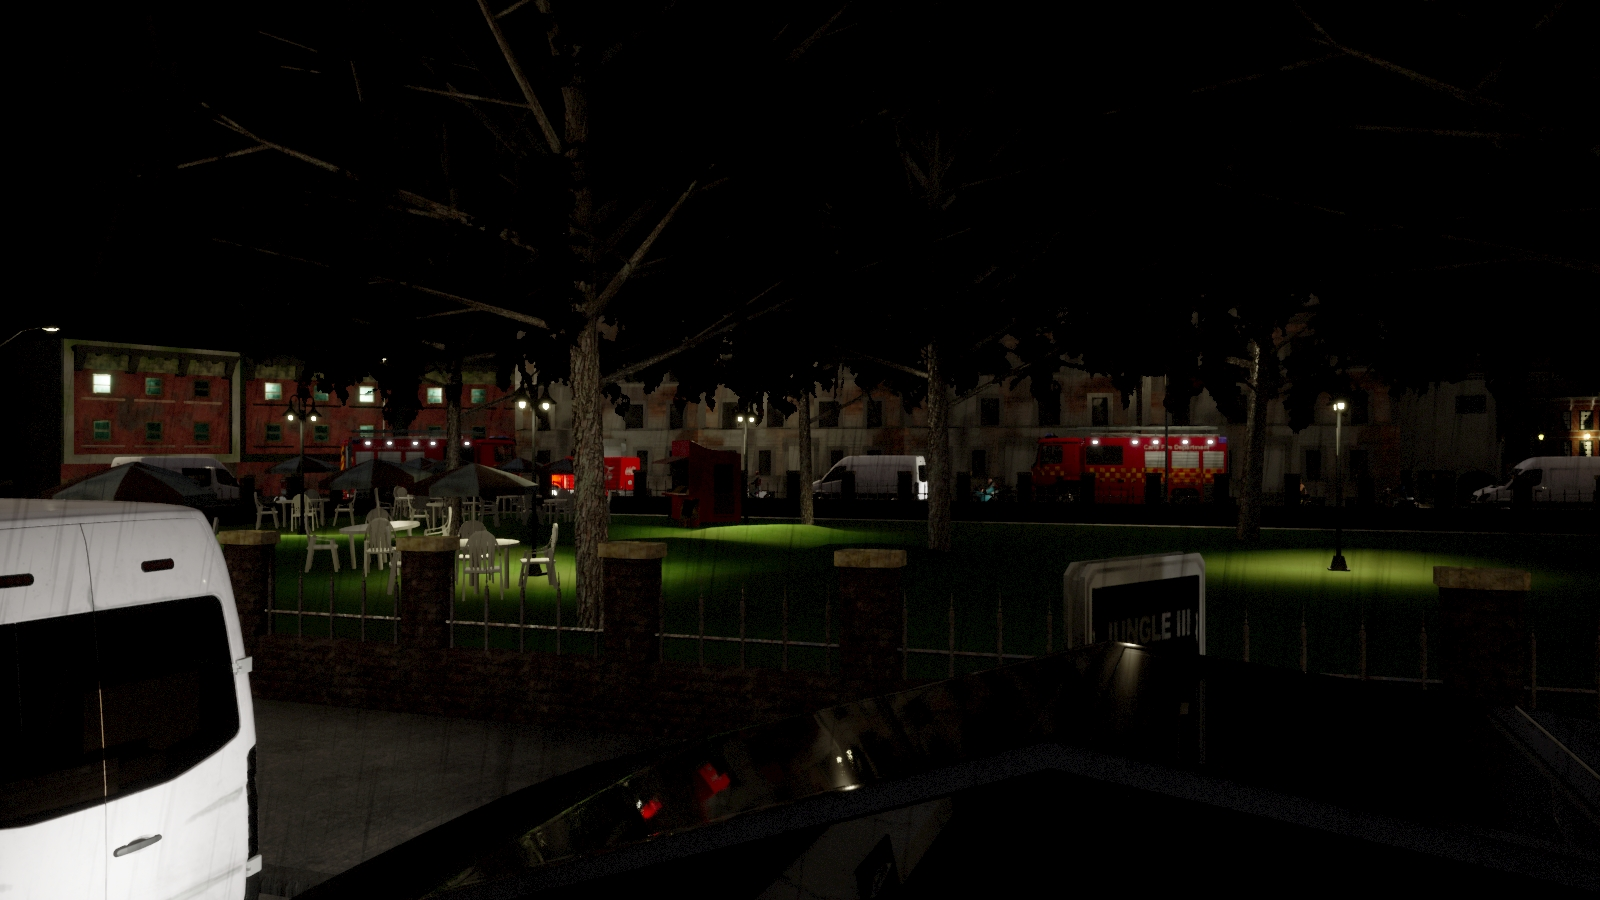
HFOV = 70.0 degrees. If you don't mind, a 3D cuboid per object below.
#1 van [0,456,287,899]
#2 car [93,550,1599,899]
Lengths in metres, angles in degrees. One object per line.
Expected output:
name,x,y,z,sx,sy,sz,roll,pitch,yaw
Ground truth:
van,-5.749,1.318,5.932,5.915,2.561,1.988,0,0,20
car,1.308,1.534,3.365,6.274,2.098,2.390,0,0,20
